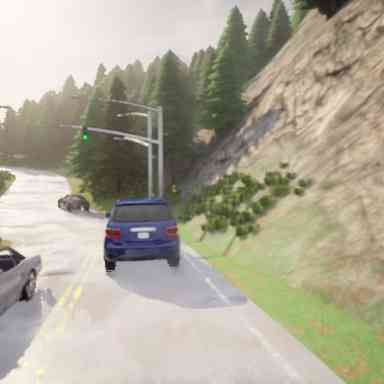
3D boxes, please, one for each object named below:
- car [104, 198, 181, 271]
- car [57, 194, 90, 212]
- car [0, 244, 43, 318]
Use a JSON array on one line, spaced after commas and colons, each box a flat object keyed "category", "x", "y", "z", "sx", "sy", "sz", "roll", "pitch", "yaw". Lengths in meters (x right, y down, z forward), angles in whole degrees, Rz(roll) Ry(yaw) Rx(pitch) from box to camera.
[{"category": "car", "x": -1.738, "y": 1.237, "z": 11.277, "sx": 2.150, "sy": 2.045, "sz": 5.566, "roll": -1, "pitch": 0, "yaw": -10}, {"category": "car", "x": -10.746, "y": 0.929, "z": 30.147, "sx": 1.812, "sy": 1.442, "sz": 4.674, "roll": 0, "pitch": 4, "yaw": -37}, {"category": "car", "x": -4.074, "y": 1.650, "z": 5.543, "sx": 1.895, "sy": 1.301, "sz": 4.718, "roll": -1, "pitch": 0, "yaw": -10}]
